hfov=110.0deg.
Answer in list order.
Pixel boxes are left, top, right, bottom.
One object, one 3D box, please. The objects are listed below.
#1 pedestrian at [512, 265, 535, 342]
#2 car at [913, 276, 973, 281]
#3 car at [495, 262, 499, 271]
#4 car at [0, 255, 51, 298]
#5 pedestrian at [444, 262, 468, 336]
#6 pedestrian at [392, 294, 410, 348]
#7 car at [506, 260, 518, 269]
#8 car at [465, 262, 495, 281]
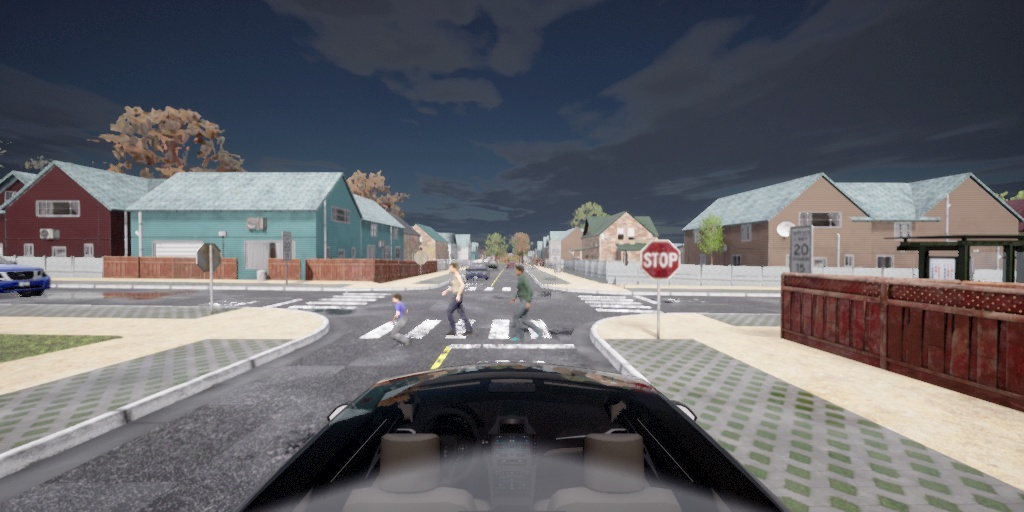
[{"bbox_3d":[0.253,1.040,8.267,0.375,1.860,0.375,-1,1,0],"label":"pedestrian"},{"bbox_3d":[20.143,1.617,17.172,4.718,1.301,1.895,1,1,0],"label":"car"},{"bbox_3d":[-2.810,1.451,50.458,1.895,1.301,4.718,0,0,0],"label":"car"},{"bbox_3d":[-22.055,0.722,14.200,5.566,2.045,2.150,1,1,0],"label":"car"},{"bbox_3d":[-1.372,1.038,8.867,0.375,1.860,0.375,-1,1,0],"label":"pedestrian"},{"bbox_3d":[-2.373,1.318,7.672,0.375,1.300,0.375,-1,1,0],"label":"pedestrian"},{"bbox_3d":[0.020,1.435,59.073,1.812,1.442,4.674,0,0,0],"label":"car"},{"bbox_3d":[-2.836,1.314,30.743,2.033,1.411,5.357,0,0,0],"label":"car"}]
